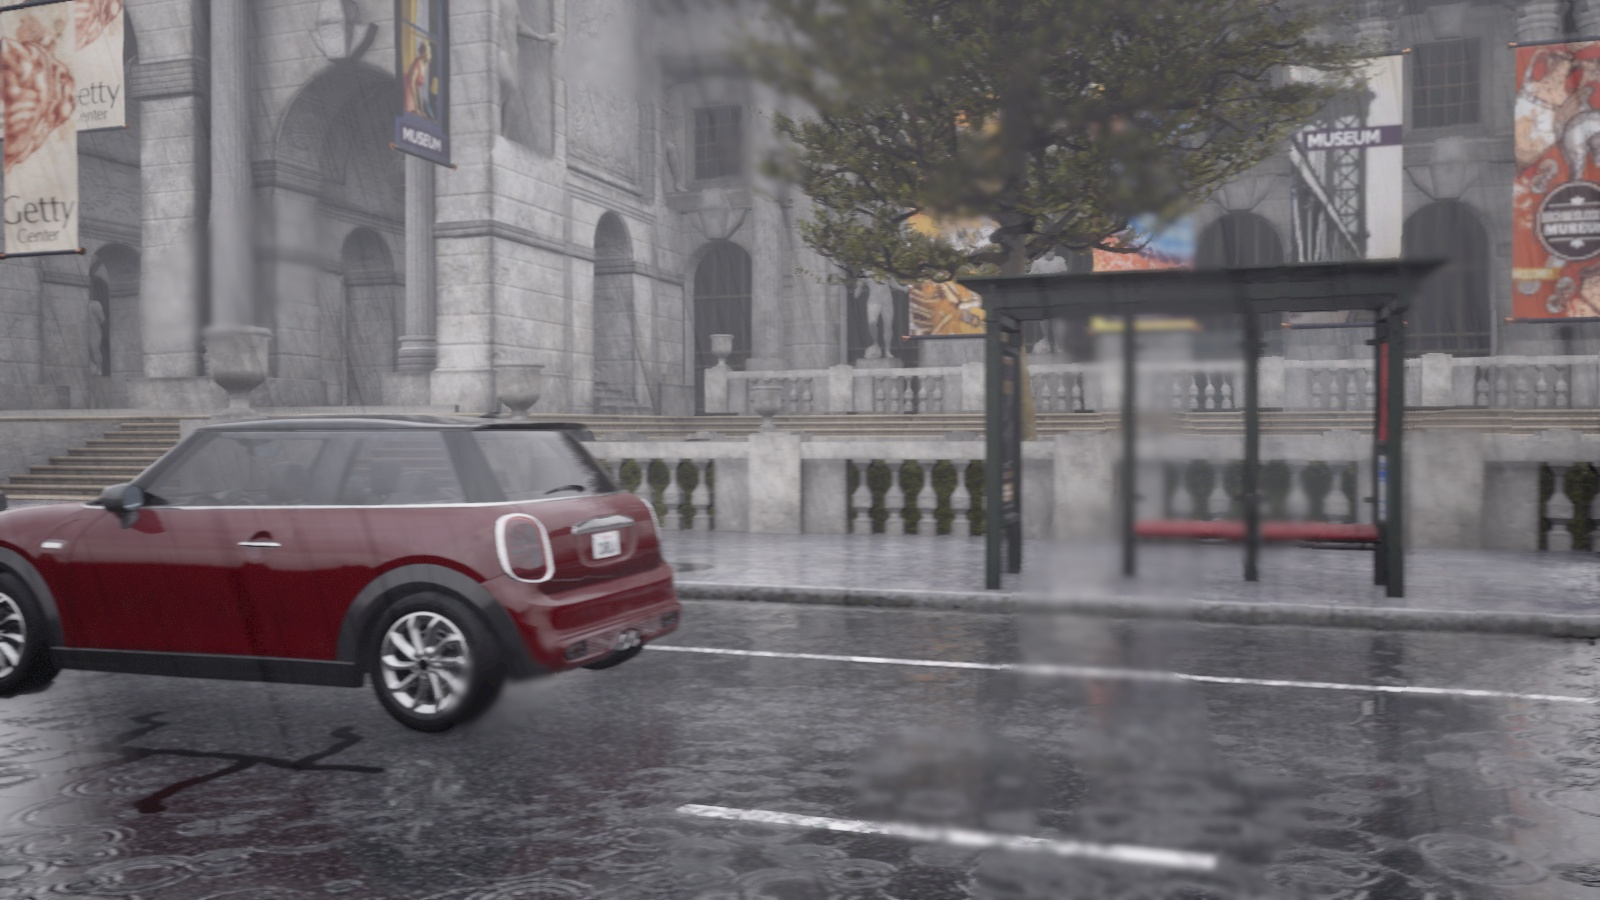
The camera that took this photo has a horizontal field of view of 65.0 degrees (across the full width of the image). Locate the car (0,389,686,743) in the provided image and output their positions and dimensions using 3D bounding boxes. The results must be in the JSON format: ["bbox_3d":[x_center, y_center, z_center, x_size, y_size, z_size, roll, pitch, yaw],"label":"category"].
[{"bbox_3d":[-3.241,0.545,7.974,4.553,1.767,2.097,1,1,19],"label":"car"}]
